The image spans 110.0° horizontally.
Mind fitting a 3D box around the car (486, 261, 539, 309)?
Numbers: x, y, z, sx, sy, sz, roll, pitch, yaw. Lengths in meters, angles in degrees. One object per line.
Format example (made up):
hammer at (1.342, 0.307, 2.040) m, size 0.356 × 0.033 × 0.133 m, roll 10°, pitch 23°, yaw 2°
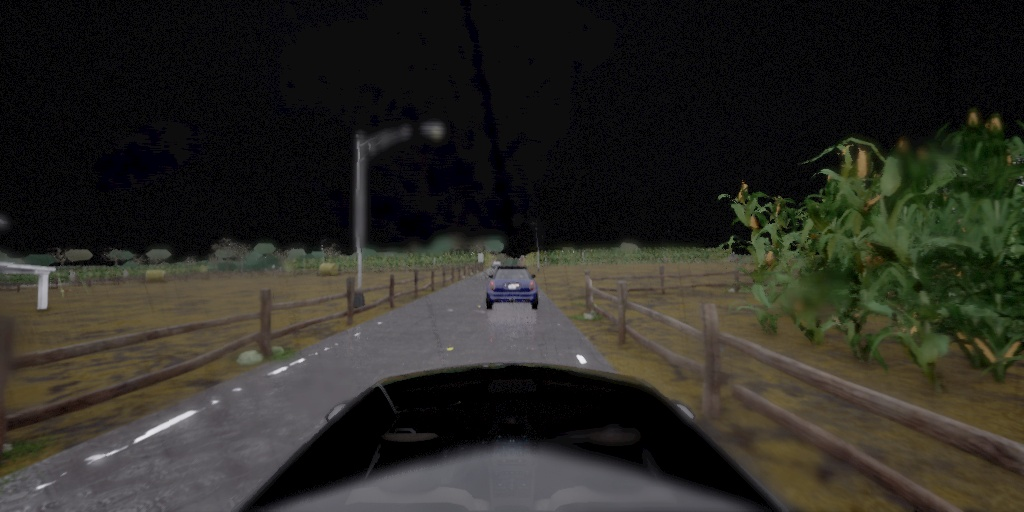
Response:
car at (0.010, 1.227, 15.938) m, size 2.097 × 1.767 × 4.553 m, roll 0°, pitch -1°, yaw 0°
